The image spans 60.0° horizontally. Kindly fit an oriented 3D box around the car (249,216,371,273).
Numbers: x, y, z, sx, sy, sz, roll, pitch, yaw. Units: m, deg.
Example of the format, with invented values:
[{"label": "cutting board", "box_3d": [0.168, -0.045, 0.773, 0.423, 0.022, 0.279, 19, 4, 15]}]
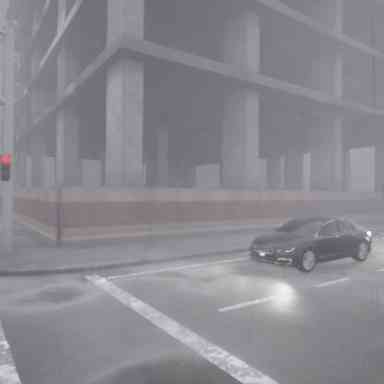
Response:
[{"label": "car", "box_3d": [4.031, 1.574, 11.015, 4.892, 1.490, 1.837, 1, 0, -35]}]
